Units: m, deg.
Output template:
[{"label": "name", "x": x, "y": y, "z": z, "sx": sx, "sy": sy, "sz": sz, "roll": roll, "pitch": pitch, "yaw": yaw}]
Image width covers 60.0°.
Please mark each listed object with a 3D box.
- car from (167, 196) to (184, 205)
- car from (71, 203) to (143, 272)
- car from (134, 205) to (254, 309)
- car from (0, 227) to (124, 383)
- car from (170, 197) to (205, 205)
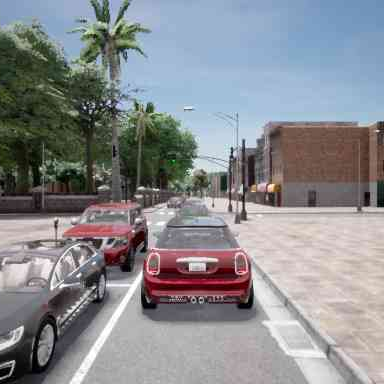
[{"label": "car", "x": -2.640, "y": 1.543, "z": 49.102, "sx": 1.967, "sy": 1.590, "sz": 4.097, "roll": 0, "pitch": 0, "yaw": 0}, {"label": "car", "x": -2.639, "y": 1.318, "z": 10.953, "sx": 2.192, "sy": 1.841, "sz": 5.009, "roll": 0, "pitch": 0, "yaw": 0}, {"label": "car", "x": 0.098, "y": 1.354, "z": 8.028, "sx": 2.097, "sy": 1.767, "sz": 4.553, "roll": 0, "pitch": 0, "yaw": 0}, {"label": "car", "x": -2.638, "y": 1.551, "z": 5.489, "sx": 2.008, "sy": 1.369, "sz": 4.403, "roll": 0, "pitch": 0, "yaw": 0}, {"label": "car", "x": 0.068, "y": 1.363, "z": 18.347, "sx": 2.097, "sy": 1.767, "sz": 4.553, "roll": 0, "pitch": 0, "yaw": -1}]
